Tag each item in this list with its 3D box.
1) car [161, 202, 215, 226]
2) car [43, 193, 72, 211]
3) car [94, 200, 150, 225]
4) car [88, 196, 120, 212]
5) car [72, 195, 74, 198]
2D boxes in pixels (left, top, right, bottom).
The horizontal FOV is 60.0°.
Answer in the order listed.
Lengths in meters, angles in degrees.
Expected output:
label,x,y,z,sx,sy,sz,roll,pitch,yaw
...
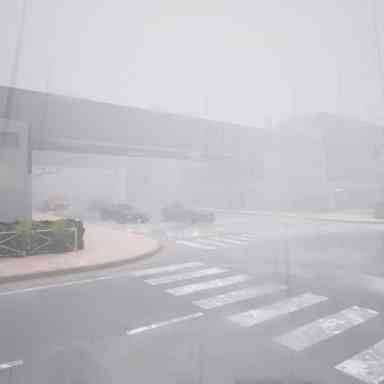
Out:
label,x,y,z,sx,sy,sz,roll,pitch,yaw
car,-0.379,1.478,23.880,1.882,1.535,5.008,0,0,-36
car,-16.597,1.352,40.344,2.097,1.767,4.553,0,0,-36
car,-5.078,1.547,24.401,2.033,1.411,5.357,0,0,-36
car,-10.252,1.491,37.527,2.128,1.511,4.902,0,0,-36
car,-20.533,1.515,51.890,1.882,1.535,5.008,0,0,-36
